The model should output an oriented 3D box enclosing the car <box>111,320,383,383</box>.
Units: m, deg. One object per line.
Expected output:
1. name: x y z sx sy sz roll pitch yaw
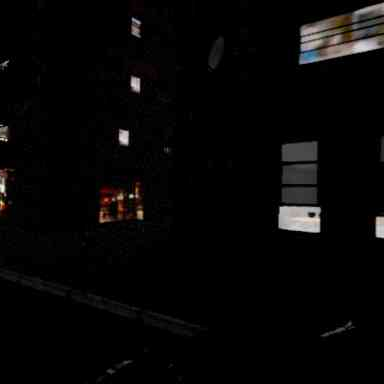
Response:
1. car: 1.243 1.566 1.980 4.313 1.339 1.947 0 1 36
